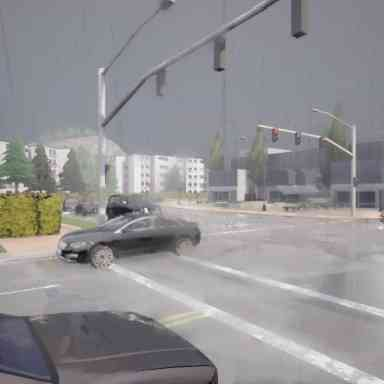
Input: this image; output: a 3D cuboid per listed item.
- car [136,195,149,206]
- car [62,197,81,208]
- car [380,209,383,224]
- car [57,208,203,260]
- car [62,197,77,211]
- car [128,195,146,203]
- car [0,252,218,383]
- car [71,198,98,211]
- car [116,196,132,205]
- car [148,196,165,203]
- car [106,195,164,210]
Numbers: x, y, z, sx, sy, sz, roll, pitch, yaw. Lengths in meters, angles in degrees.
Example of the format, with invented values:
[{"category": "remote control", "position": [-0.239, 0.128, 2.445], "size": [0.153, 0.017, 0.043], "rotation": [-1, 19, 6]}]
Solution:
[{"category": "car", "position": [-8.315, 1.353, 56.422], "size": [2.097, 1.767, 4.553], "rotation": [0, 0, -8]}, {"category": "car", "position": [-17.810, 1.492, 49.333], "size": [2.128, 1.511, 4.902], "rotation": [0, 0, -13]}, {"category": "car", "position": [15.239, 1.351, 23.508], "size": [4.553, 1.767, 2.097], "rotation": [0, 0, -36]}, {"category": "car", "position": [-1.915, 1.491, 11.232], "size": [4.902, 1.511, 2.128], "rotation": [0, 0, -36]}, {"category": "car", "position": [-14.395, 1.526, 39.718], "size": [1.812, 1.442, 4.674], "rotation": [0, 0, -24]}, {"category": "car", "position": [-11.290, 1.477, 68.931], "size": [1.882, 1.535, 5.008], "rotation": [0, 0, 14]}, {"category": "car", "position": [-2.305, 1.547, 2.121], "size": [5.357, 1.411, 2.033], "rotation": [0, 0, -35]}, {"category": "car", "position": [-9.923, 1.564, 32.145], "size": [1.994, 1.385, 4.181], "rotation": [0, 0, -34]}, {"category": "car", "position": [-11.975, 1.491, 58.899], "size": [2.128, 1.511, 4.902], "rotation": [0, 0, -4]}, {"category": "car", "position": [-7.535, 1.556, 70.634], "size": [1.994, 1.385, 4.181], "rotation": [0, 0, 17]}, {"category": "car", "position": [-4.385, 1.221, 24.540], "size": [2.150, 2.045, 5.566], "rotation": [0, 0, -39]}]
